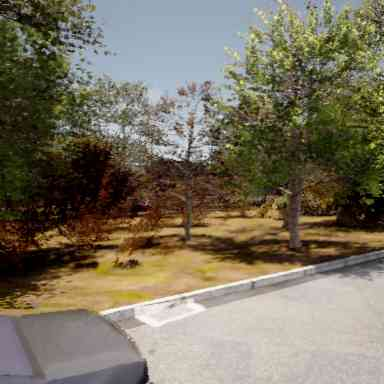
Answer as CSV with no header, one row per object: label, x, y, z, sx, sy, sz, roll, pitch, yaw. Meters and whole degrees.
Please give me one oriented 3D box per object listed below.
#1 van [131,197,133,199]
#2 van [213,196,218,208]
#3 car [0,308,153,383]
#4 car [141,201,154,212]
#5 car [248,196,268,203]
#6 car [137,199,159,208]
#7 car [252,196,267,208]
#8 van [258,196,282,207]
van,-10.893,2.014,62.998,1.878,1.987,4.442,0,0,-36
van,5.071,1.909,74.425,1.878,1.987,4.442,-1,0,-36
car,-2.757,1.550,1.718,5.357,1.411,2.033,0,0,-36
car,-7.219,2.252,49.680,2.097,1.535,5.008,0,0,-36
car,16.417,1.863,82.652,2.185,1.767,4.553,-1,0,-36
car,-8.684,2.232,64.729,2.097,1.535,5.008,0,0,-36
car,10.820,1.902,62.634,2.435,2.045,5.566,-1,0,-36
van,15.420,1.875,65.748,1.878,1.987,4.442,-1,0,-36
